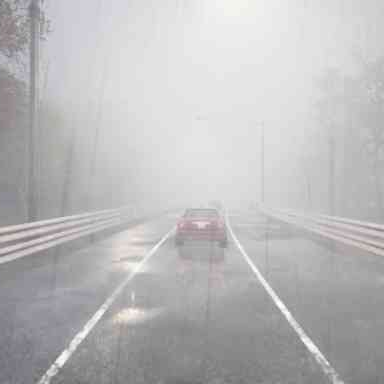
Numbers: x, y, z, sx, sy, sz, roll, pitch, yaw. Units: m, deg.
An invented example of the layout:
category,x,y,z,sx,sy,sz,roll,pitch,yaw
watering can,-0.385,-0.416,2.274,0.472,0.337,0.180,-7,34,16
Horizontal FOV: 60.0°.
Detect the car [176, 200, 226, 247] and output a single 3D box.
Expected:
category,x,y,z,sx,sy,sz,roll,pitch,yaw
car,0.483,1.420,15.692,2.097,1.767,4.553,0,0,3
